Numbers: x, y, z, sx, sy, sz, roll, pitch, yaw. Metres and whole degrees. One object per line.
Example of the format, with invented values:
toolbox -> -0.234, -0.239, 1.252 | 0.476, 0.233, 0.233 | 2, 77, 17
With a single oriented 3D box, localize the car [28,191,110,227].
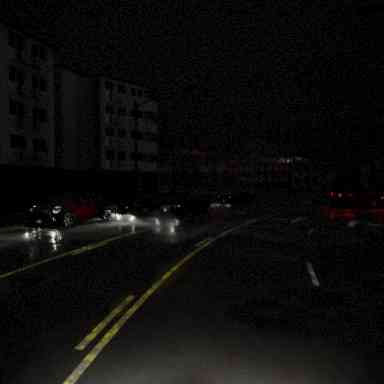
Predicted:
car -> -6.479, 0.779, 18.001 | 2.097, 1.767, 4.553 | 1, 2, 23

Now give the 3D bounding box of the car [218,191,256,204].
car -> 4.776, 0.520, 35.419 | 1.895, 1.301, 4.718 | 2, 2, 44

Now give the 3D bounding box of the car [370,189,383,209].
car -> 17.200, 0.644, 28.133 | 2.128, 1.511, 4.902 | 2, 2, 44

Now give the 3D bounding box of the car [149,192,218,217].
car -> -0.444, 0.797, 22.821 | 2.128, 1.511, 4.902 | 1, 2, 30

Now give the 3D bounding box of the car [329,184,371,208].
car -> 14.490, 0.301, 30.346 | 2.150, 2.045, 5.566 | 2, 2, 44

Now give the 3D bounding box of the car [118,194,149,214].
car -> -3.477, 0.831, 24.570 | 1.994, 1.385, 4.181 | 1, 2, 30

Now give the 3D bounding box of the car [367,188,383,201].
car -> 23.280, 0.292, 41.574 | 1.994, 1.385, 4.181 | 1, 2, 22
